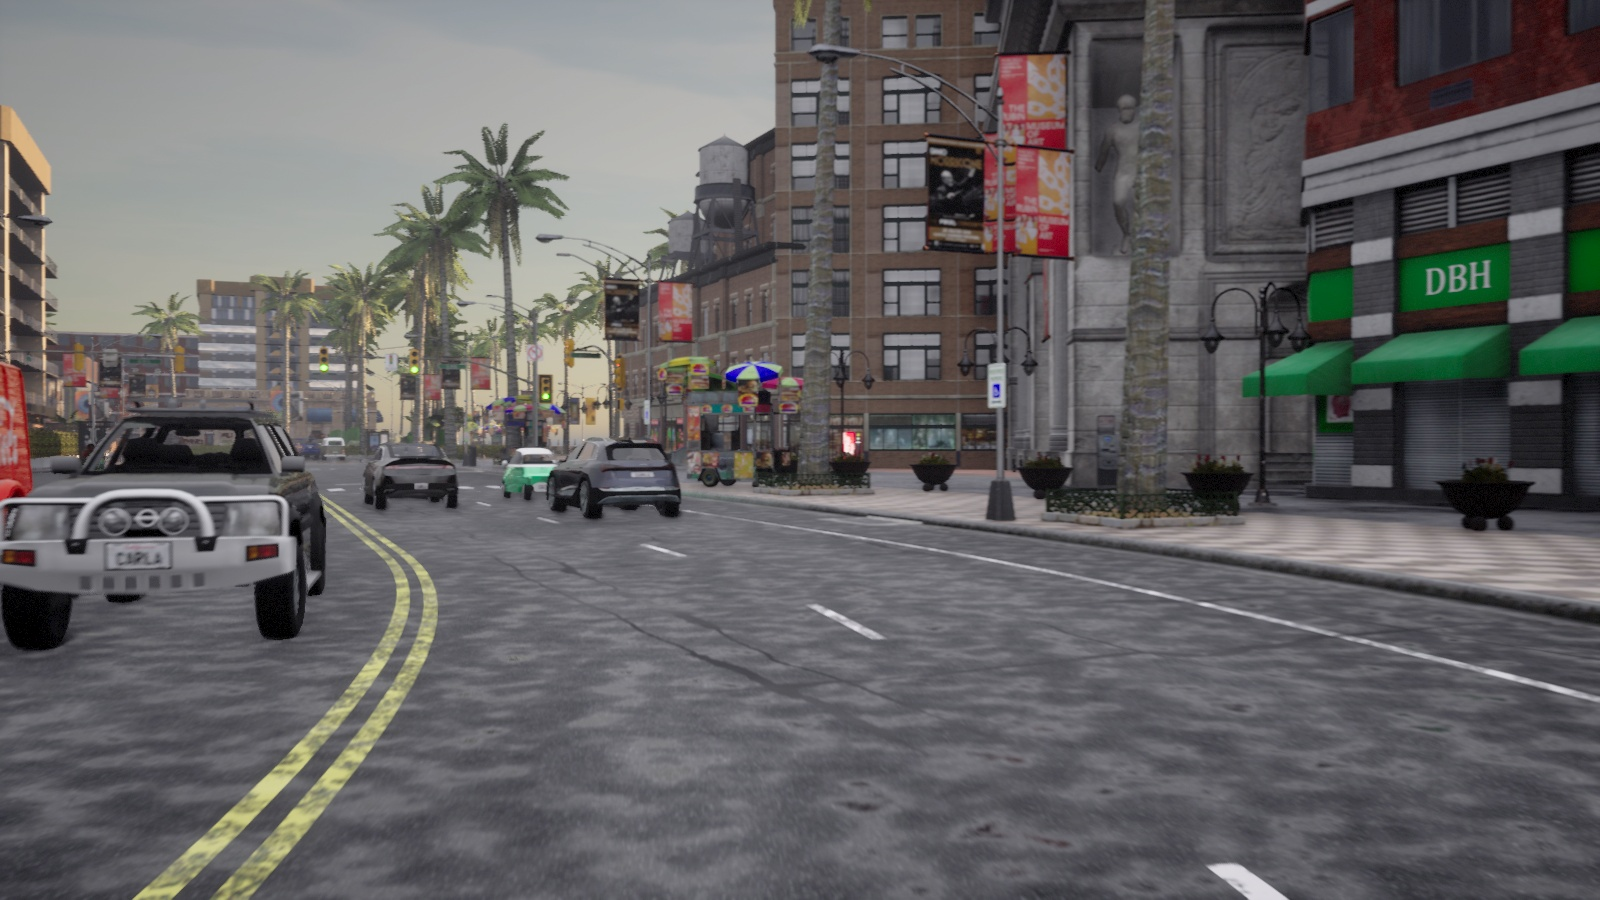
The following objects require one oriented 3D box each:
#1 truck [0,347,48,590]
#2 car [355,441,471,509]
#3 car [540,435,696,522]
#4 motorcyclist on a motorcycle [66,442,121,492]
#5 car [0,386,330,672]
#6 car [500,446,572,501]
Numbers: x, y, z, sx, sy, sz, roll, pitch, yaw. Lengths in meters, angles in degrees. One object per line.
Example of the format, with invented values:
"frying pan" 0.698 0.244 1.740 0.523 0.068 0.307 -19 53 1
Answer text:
"truck" -9.257 0.192 12.021 2.627 2.467 5.204 0 0 -20
"car" -9.437 0.533 30.331 2.128 1.511 4.902 0 0 -24
"car" -3.967 0.527 26.567 2.033 1.649 4.856 0 0 -24
"motorcyclist on a motorcycle" -22.139 0.507 39.317 2.044 1.523 0.797 0 2 40
"car" -5.130 0.503 10.570 1.932 1.855 4.605 0 0 -17
"car" -7.143 0.609 33.833 1.481 1.376 2.207 0 1 -24
